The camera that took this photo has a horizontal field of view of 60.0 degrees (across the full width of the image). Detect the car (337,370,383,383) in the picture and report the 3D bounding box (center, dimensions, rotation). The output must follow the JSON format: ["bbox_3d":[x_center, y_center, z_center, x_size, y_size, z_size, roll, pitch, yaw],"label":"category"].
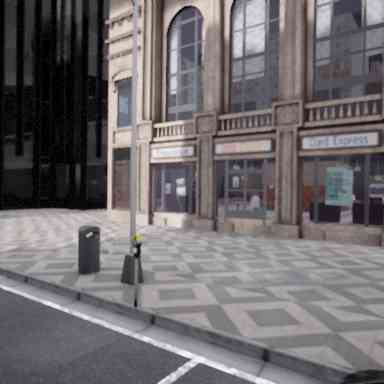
[{"bbox_3d":[2.520,1.585,1.162,4.313,1.339,1.947,1,1,36],"label":"car"}]
